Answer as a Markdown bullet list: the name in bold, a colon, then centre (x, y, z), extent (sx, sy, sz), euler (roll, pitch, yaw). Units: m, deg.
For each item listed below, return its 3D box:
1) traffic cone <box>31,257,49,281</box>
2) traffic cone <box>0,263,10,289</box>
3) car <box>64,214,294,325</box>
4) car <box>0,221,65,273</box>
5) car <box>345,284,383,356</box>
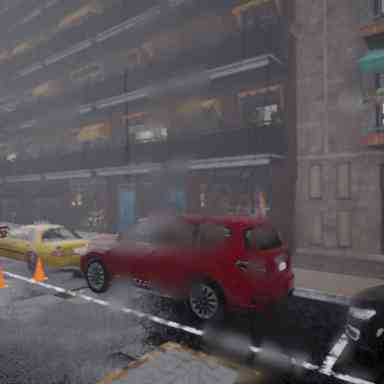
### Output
- **traffic cone**: centre (-4.067, 2.029, 8.876), extent (0.340, 0.580, 0.340), euler (0, -1, 37)
- **traffic cone**: centre (-4.664, 2.016, 8.075), extent (0.340, 0.580, 0.340), euler (0, -1, 37)
- **car**: centre (-0.323, 1.396, 7.317), extent (5.009, 1.841, 2.192), euler (0, -2, 37)
- **car**: centre (-5.009, 1.613, 10.803), extent (4.829, 1.417, 1.752), euler (0, -2, 37)
- **car**: centre (4.221, 1.624, 3.923), extent (4.403, 1.369, 2.008), euler (0, -2, 37)
